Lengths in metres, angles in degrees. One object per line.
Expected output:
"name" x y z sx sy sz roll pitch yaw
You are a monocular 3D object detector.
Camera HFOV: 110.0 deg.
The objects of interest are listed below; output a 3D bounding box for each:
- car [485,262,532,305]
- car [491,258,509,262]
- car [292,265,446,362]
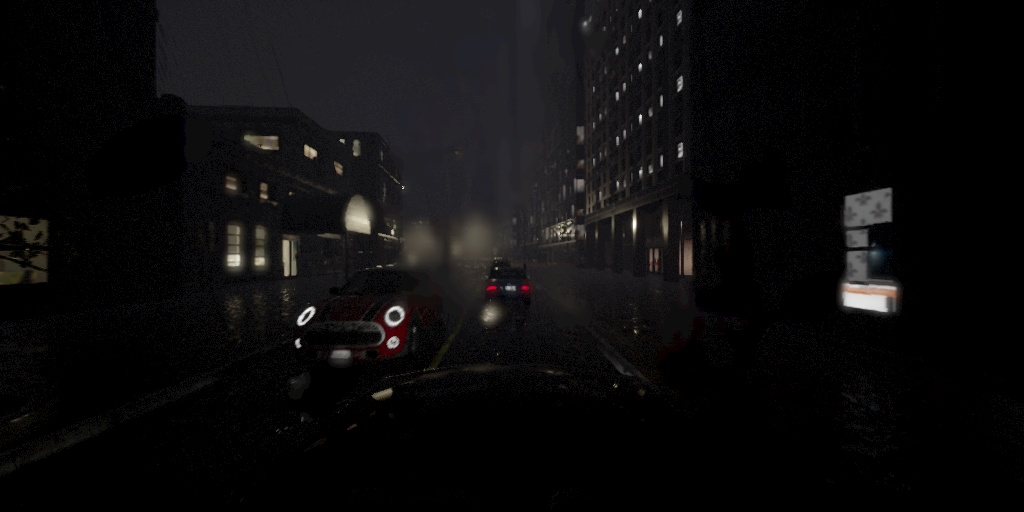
"car" -0.168 1.173 15.332 2.033 1.411 5.357 0 1 -1
"car" -1.153 0.925 35.306 2.128 1.511 4.902 0 1 -4
"car" -2.899 1.044 8.274 2.097 1.767 4.553 0 1 -1
